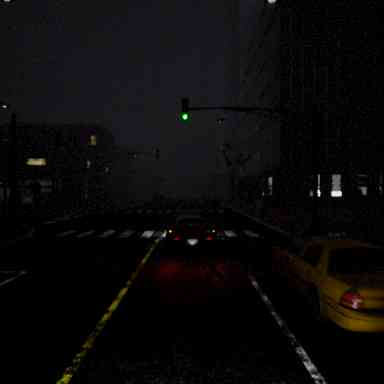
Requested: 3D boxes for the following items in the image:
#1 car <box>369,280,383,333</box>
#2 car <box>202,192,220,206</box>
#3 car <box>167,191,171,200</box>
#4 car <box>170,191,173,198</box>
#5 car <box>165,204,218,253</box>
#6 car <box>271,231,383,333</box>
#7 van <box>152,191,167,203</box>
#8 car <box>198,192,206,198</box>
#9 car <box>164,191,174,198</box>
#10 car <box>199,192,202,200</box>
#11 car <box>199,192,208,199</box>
[{"bbox_3d":[2.668,1.556,0.989,1.947,1.339,4.313,1,1,0],"label":"car"},{"bbox_3d":[2.689,1.052,44.577,1.967,1.590,4.097,1,0,0],"label":"car"},{"bbox_3d":[-5.700,1.002,66.727,1.802,1.307,4.206,1,0,0],"label":"car"},{"bbox_3d":[-5.701,0.938,72.261,1.947,1.339,4.313,1,0,0],"label":"car"},{"bbox_3d":[-0.084,1.410,13.073,1.812,1.442,4.674,0,1,-2],"label":"car"},{"bbox_3d":[2.838,1.465,6.802,1.752,1.417,4.829,1,1,0],"label":"car"},{"bbox_3d":[-5.693,0.857,55.657,1.690,1.788,3.998,1,0,0],"label":"van"},{"bbox_3d":[2.674,0.775,88.855,1.887,1.381,4.507,1,0,0],"label":"car"},{"bbox_3d":[-5.701,0.592,83.327,2.192,1.841,5.009,1,0,0],"label":"car"},{"bbox_3d":[2.680,0.897,72.422,1.752,1.417,4.829,1,0,0],"label":"car"},{"bbox_3d":[2.678,0.849,77.956,1.752,1.417,4.829,1,0,0],"label":"car"}]
